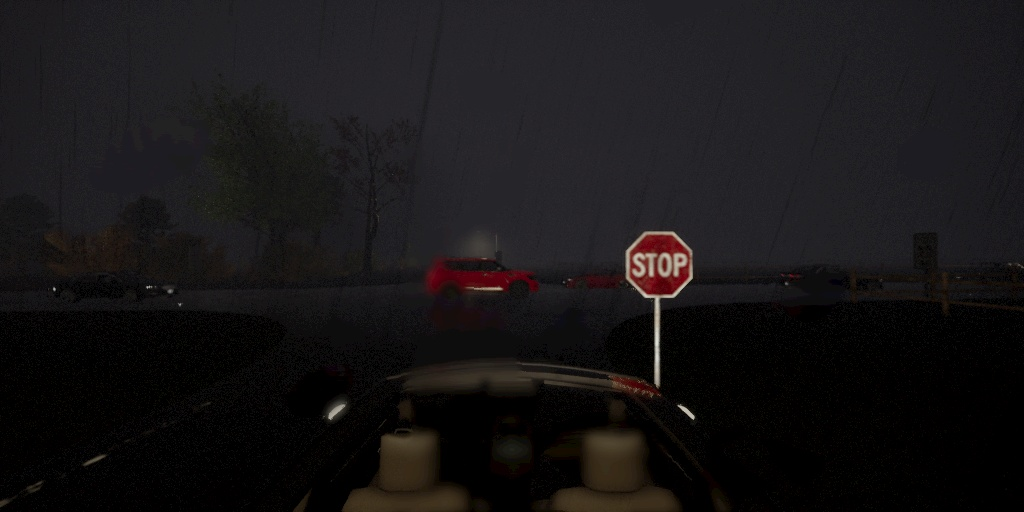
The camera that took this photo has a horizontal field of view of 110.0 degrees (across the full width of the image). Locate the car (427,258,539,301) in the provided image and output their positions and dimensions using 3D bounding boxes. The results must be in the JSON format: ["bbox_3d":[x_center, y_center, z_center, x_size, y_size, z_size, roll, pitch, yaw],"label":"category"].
[{"bbox_3d":[-1.449,1.114,18.231,5.566,2.045,2.150,-1,0,-2],"label":"car"}]

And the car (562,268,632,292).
[{"bbox_3d":[5.229,1.430,22.259,4.181,1.385,1.994,0,0,-3],"label":"car"}]

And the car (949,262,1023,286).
[{"bbox_3d":[32.141,1.165,23.995,4.902,1.511,2.128,0,0,-4],"label":"car"}]

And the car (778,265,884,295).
[{"bbox_3d":[17.072,1.252,19.259,4.902,1.511,2.128,0,0,-4],"label":"car"}]

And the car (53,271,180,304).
[{"bbox_3d":[-19.278,1.501,17.623,4.902,1.511,2.128,-1,0,-1],"label":"car"}]
